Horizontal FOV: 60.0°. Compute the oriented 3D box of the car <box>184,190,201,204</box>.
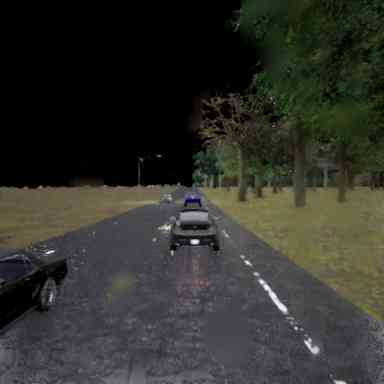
[{"bbox_3d":[0.109,0.774,45.971,2.150,2.045,5.566,0,1,0],"label":"car"}]

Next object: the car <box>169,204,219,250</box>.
[{"bbox_3d":[0.103,1.482,14.213,1.837,1.490,4.892,0,1,0],"label":"car"}]

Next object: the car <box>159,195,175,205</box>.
[{"bbox_3d":[-3.492,1.085,47.614,1.994,1.385,4.181,0,1,0],"label":"car"}]

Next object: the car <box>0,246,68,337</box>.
[{"bbox_3d":[-3.600,1.603,4.959,1.895,1.301,4.718,0,0,0],"label":"car"}]
